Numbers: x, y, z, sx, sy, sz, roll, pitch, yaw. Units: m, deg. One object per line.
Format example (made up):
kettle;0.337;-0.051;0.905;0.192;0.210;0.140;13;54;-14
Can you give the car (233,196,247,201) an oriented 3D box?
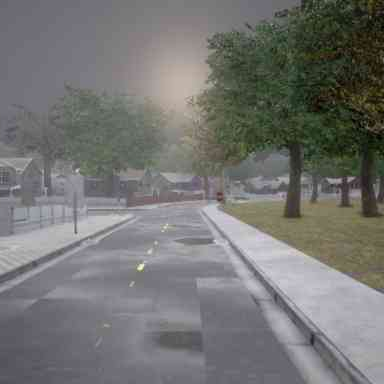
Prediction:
car;13.402;1.708;92.542;2.033;1.411;5.357;2;1;34
